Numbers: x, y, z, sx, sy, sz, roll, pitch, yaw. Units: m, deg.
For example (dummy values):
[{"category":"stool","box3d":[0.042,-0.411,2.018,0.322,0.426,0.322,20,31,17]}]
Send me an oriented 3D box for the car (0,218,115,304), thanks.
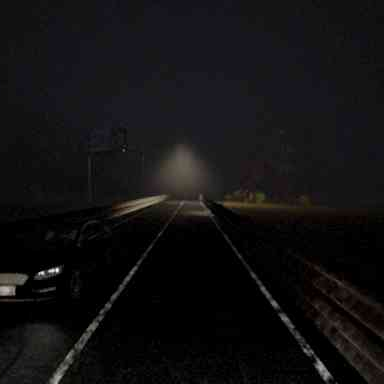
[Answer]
[{"category":"car","box3d":[-3.253,1.443,8.243,2.128,1.511,4.902,0,0,0]}]
